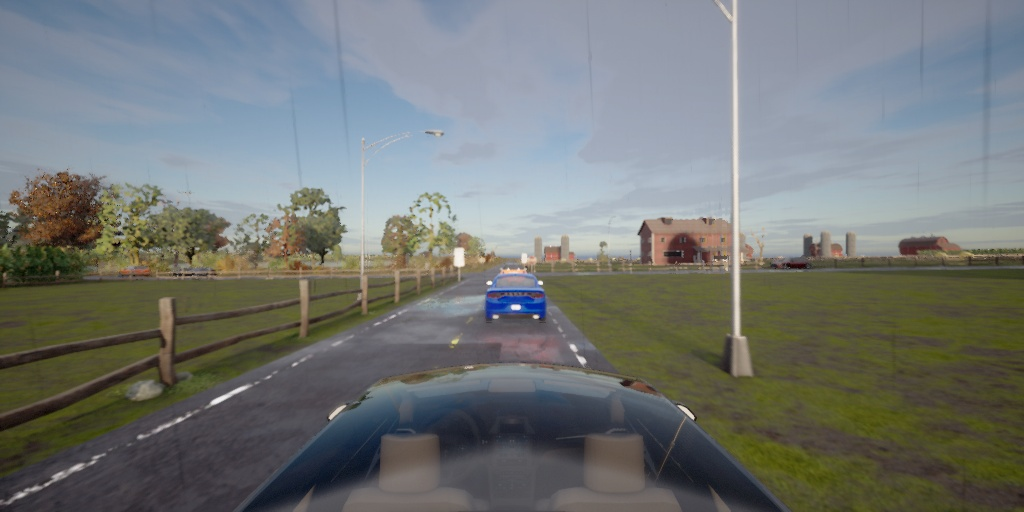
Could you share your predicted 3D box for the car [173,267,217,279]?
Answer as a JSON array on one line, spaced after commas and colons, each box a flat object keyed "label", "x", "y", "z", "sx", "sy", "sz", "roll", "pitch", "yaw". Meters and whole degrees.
[{"label": "car", "x": -41.524, "y": 2.238, "z": 46.808, "sx": 4.892, "sy": 1.490, "sz": 1.837, "roll": 0, "pitch": 0, "yaw": 10}]

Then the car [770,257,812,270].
[{"label": "car", "x": 37.258, "y": 0.972, "z": 47.993, "sx": 4.553, "sy": 1.767, "sz": 2.097, "roll": -1, "pitch": 0, "yaw": 1}]

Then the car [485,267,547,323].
[{"label": "car", "x": 0.112, "y": 1.332, "z": 12.701, "sx": 1.882, "sy": 1.535, "sz": 5.008, "roll": 0, "pitch": 0, "yaw": 0}]

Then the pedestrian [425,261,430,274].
[{"label": "pedestrian", "x": -12.132, "y": 1.640, "z": 51.448, "sx": 0.375, "sy": 1.860, "sz": 0.375, "roll": 0, "pitch": 1, "yaw": 0}]

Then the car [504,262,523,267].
[{"label": "car", "x": 0.115, "y": 1.354, "z": 28.131, "sx": 2.097, "sy": 1.767, "sz": 4.553, "roll": 0, "pitch": -1, "yaw": 0}]
